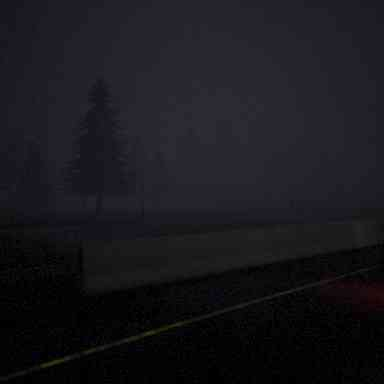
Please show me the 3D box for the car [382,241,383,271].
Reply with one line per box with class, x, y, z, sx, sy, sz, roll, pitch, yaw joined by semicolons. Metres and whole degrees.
car;7.224;1.573;9.248;5.008;1.535;1.882;1;-2;-36
